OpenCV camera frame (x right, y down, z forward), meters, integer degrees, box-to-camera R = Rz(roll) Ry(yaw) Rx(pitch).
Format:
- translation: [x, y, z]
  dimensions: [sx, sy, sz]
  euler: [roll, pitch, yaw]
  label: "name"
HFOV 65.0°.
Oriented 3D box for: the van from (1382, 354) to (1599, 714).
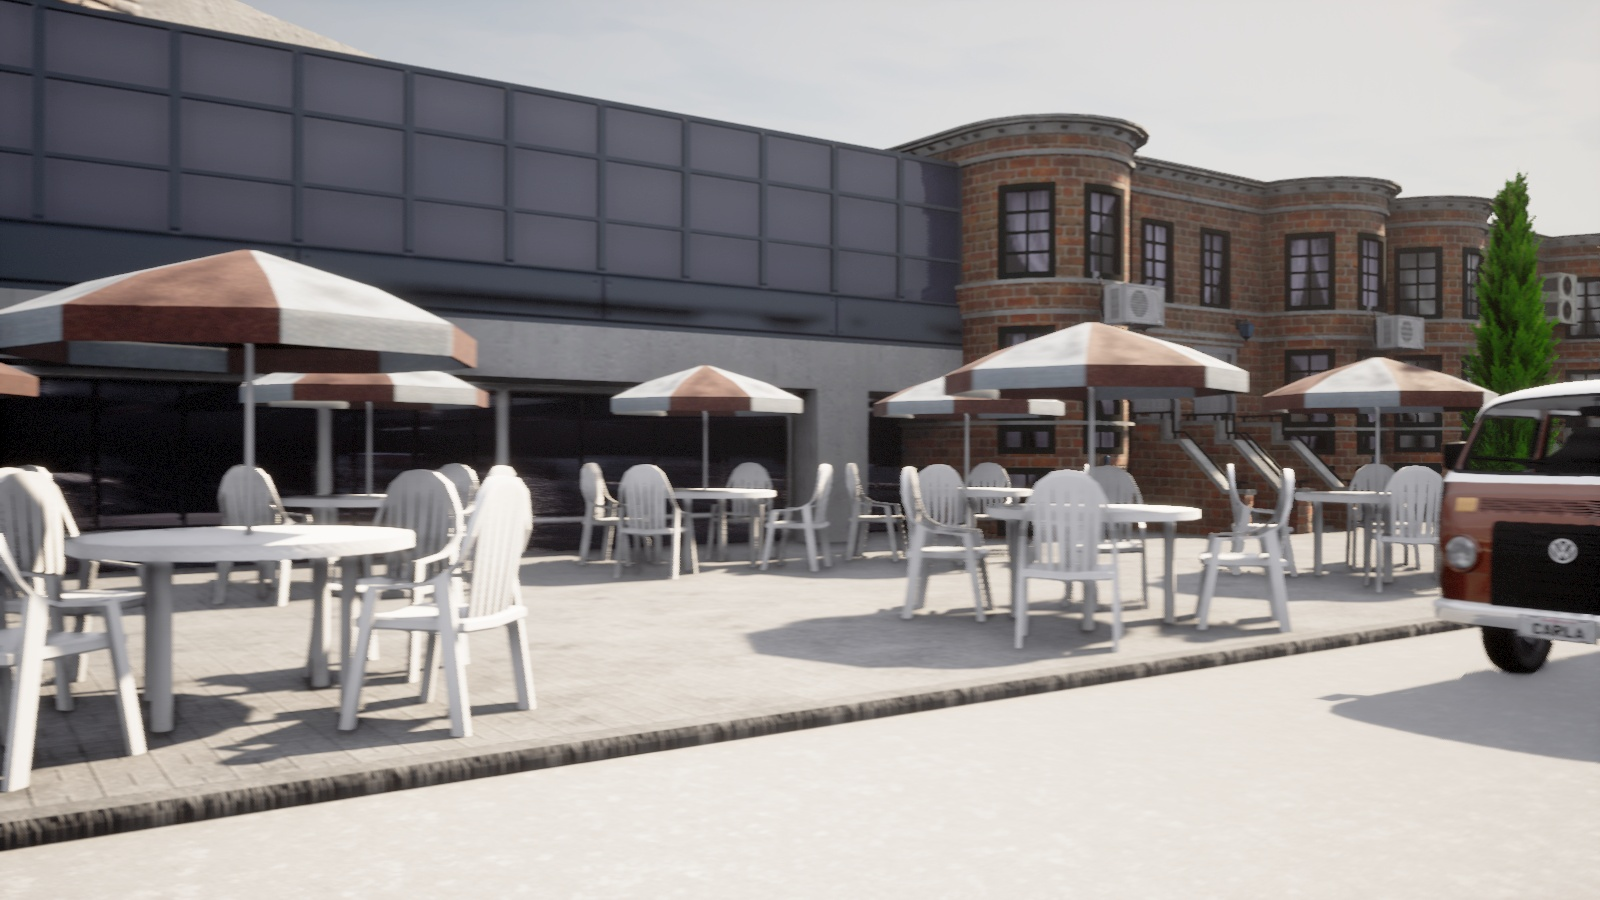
- translation: [6.215, 0.476, 8.596]
  dimensions: [4.480, 2.038, 2.069]
  euler: [0, 0, -35]
  label: "van"
